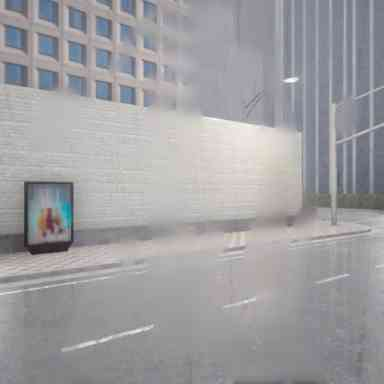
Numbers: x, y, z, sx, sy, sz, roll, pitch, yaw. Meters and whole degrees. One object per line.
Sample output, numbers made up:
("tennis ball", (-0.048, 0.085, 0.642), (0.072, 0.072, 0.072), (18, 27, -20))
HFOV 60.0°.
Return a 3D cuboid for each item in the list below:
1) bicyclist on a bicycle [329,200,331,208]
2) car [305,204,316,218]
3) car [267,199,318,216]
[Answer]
("bicyclist on a bicycle", (18.624, 1.356, 43.921), (1.656, 1.620, 0.582), (0, 0, -36))
("car", (9.021, 1.533, 30.740), (1.882, 1.535, 5.008), (0, 0, -36))
("car", (10.401, 1.547, 34.826), (2.128, 1.511, 4.902), (0, 0, -36))
